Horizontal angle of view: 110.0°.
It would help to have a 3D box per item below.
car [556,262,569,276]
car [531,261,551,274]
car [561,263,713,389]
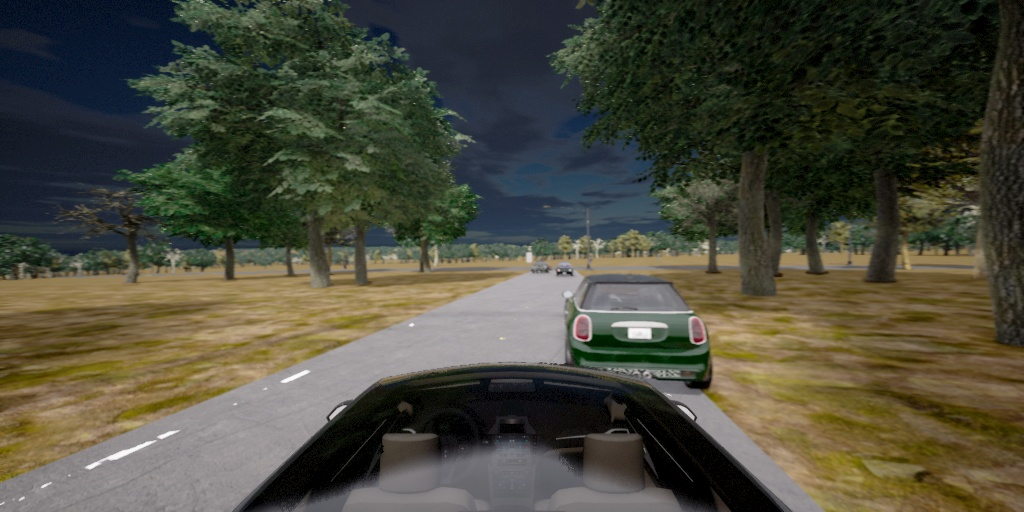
[{"bbox_3d":[5.895,1.586,40.254,1.895,1.301,4.718,0,-1,9],"label":"car"},{"bbox_3d":[3.748,1.427,47.583,2.097,1.767,4.553,0,-1,8],"label":"car"},{"bbox_3d":[2.096,1.116,7.140,2.097,1.767,4.553,0,0,8],"label":"car"}]
